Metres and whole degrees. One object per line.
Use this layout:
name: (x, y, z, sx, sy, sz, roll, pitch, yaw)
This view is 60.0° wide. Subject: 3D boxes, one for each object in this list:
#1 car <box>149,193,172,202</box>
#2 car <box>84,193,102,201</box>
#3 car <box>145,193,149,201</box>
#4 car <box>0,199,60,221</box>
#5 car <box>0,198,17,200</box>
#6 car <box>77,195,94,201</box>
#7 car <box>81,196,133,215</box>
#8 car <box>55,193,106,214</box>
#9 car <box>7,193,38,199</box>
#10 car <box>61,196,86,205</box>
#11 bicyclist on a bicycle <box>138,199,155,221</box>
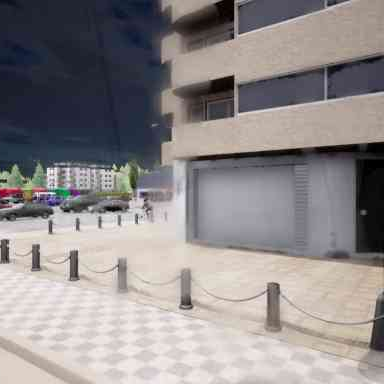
car: (-6.181, 1.209, 69.520, 1.932, 1.855, 4.605, 0, 0, 35)
car: (-24.576, 1.211, 82.508, 1.905, 1.878, 3.866, 0, 0, 35)
car: (-8.515, 1.211, 71.232, 1.905, 1.878, 3.866, 0, 0, 35)
car: (-13.964, 1.581, 27.923, 1.812, 1.442, 4.674, 0, 0, 35)
car: (-17.972, 1.533, 28.334, 1.882, 1.535, 5.008, 0, 0, 35)
car: (-26.936, 1.451, 84.185, 1.970, 1.475, 3.806, 0, 0, 35)
car: (-8.809, 1.545, 35.323, 2.128, 1.511, 4.902, 0, 0, 35)
car: (-11.841, 1.278, 37.097, 2.150, 2.045, 5.566, 0, 0, 35)
car: (-34.653, 1.209, 68.176, 1.932, 1.855, 4.605, 0, 0, 35)
car: (-20.790, 1.451, 58.514, 1.970, 1.475, 3.806, 0, 0, 35)
bicyclist on a bicycle: (-3.281, 1.356, 24.068, 1.656, 1.620, 0.582, 0, 0, 35)
